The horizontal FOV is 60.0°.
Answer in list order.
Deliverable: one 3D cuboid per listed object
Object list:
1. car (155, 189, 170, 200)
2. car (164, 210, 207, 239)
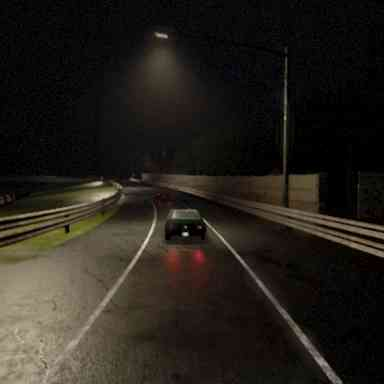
[{"bbox_3d":[-4.228,0.324,47.274,1.812,1.442,4.674,0,3,-11],"label":"car"},{"bbox_3d":[-0.407,1.537,16.888,1.895,1.301,4.718,1,1,-3],"label":"car"}]
